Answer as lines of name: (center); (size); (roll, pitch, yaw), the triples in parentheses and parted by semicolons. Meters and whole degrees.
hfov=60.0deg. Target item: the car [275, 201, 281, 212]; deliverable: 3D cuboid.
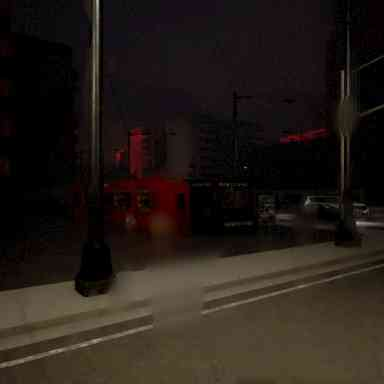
car: (7.291, 1.755, 37.581); (1.812, 1.442, 4.674); (0, -1, -36)

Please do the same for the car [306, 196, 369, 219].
car: (12.805, 1.338, 29.956); (2.150, 2.045, 5.566); (0, -1, -36)

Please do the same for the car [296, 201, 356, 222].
car: (10.585, 1.667, 27.047); (1.994, 1.385, 4.181); (0, -1, -36)

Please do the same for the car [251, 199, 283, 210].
car: (11.301, 1.870, 50.267); (1.812, 1.442, 4.674); (0, -1, -36)

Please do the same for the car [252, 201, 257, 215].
car: (5.404, 1.685, 34.204); (1.882, 1.535, 5.008); (0, 0, -36)
